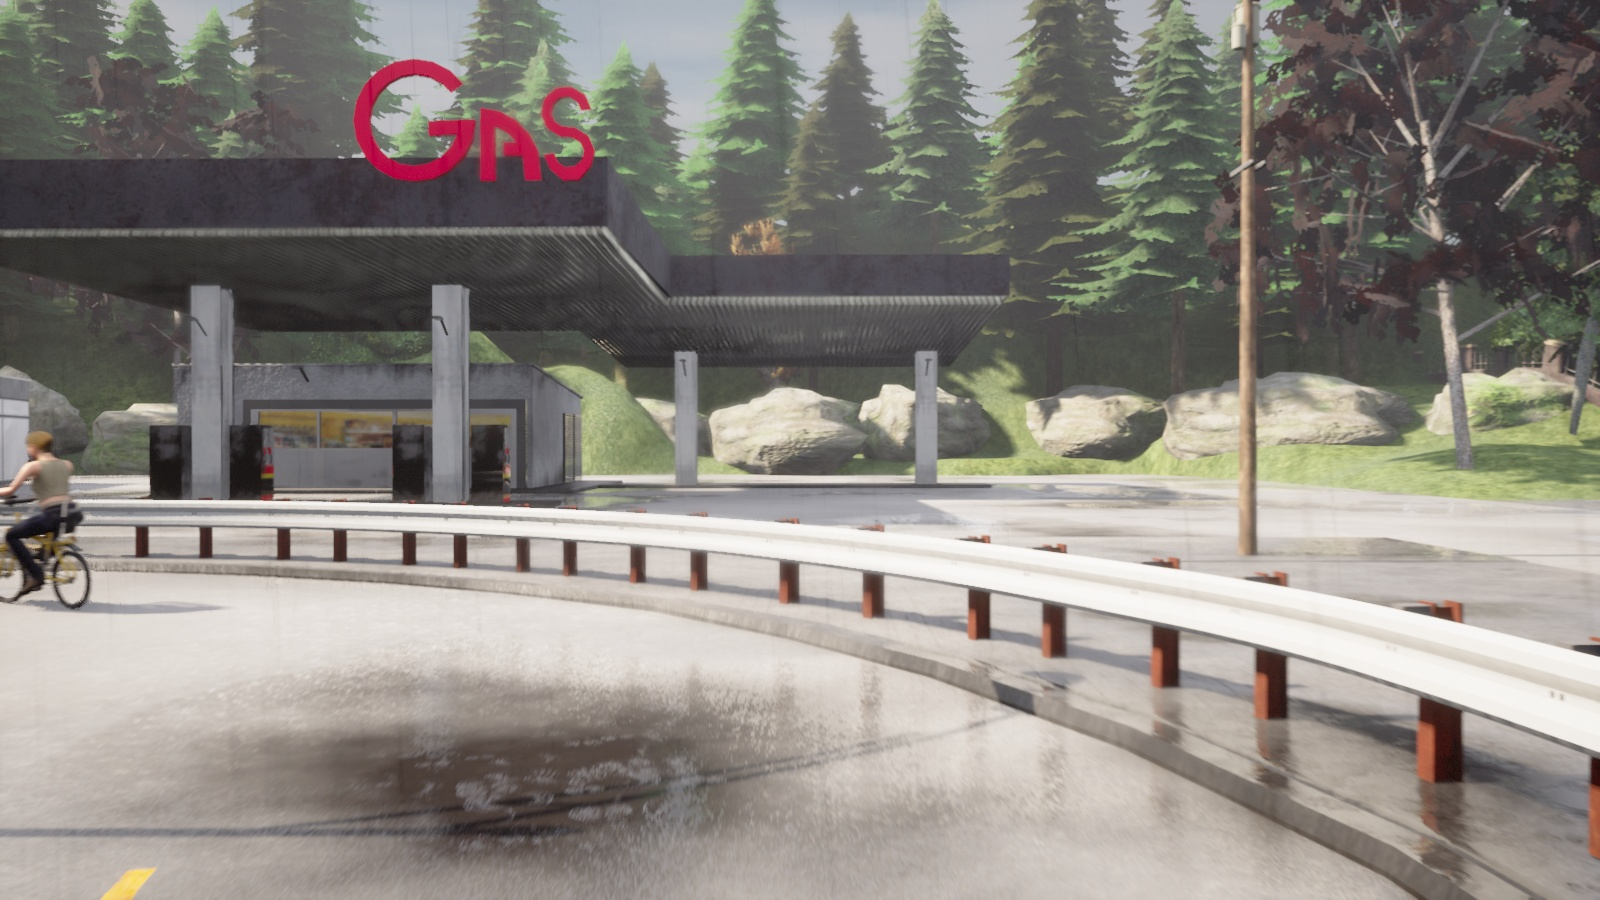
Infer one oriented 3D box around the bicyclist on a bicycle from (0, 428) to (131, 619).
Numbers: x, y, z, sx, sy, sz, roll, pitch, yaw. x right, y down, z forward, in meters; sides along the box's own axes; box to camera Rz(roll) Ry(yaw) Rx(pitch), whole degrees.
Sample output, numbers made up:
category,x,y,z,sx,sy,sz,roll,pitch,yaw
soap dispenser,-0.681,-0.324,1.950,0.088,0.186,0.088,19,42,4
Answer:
category,x,y,z,sx,sy,sz,roll,pitch,yaw
bicyclist on a bicycle,-7.003,0.620,11.416,1.509,1.612,0.866,0,2,26
